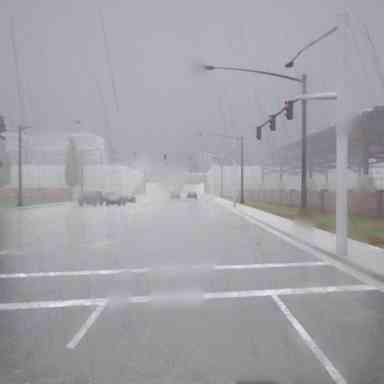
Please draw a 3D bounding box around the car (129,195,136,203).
[{"bbox_3d":[-10.534,1.109,55.265,1.994,1.385,4.181,0,1,0],"label":"car"}]

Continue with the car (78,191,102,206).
[{"bbox_3d":[-14.016,0.860,46.488,2.150,2.045,5.566,0,1,0],"label":"car"}]

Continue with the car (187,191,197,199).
[{"bbox_3d":[0.011,0.615,71.645,2.097,1.767,4.553,0,1,0],"label":"car"}]

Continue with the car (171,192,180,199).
[{"bbox_3d":[-3.489,0.786,71.677,2.128,1.511,4.902,0,1,0],"label":"car"}]

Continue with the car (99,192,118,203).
[{"bbox_3d":[-14.021,0.892,55.941,2.097,1.767,4.553,0,1,0],"label":"car"}]

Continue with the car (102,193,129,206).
[{"bbox_3d":[-10.525,1.117,46.271,1.882,1.535,5.008,0,1,1],"label":"car"}]
